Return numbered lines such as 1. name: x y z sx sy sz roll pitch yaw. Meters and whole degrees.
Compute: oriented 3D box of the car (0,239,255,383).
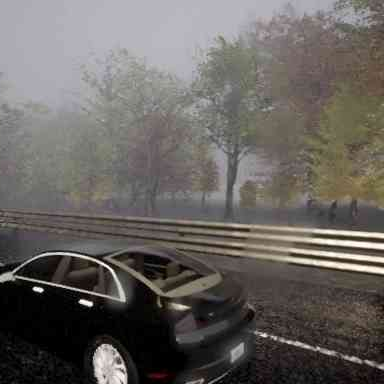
1. car: -1.476 1.493 5.045 4.892 1.490 1.837 0 0 35
